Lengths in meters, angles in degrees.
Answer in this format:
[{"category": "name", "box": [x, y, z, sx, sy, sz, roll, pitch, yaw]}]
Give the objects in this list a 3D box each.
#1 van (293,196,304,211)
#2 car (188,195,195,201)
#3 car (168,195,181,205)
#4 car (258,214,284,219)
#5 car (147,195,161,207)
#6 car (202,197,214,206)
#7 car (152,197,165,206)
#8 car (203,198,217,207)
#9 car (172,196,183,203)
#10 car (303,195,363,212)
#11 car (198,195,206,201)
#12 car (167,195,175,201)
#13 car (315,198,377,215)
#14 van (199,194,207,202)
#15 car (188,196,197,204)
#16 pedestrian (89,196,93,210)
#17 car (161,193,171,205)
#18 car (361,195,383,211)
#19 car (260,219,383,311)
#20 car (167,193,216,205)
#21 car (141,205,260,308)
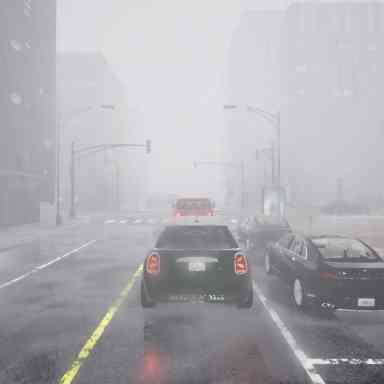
[{"category": "van", "box": [13.751, 1.297, 38.155, 3.998, 1.788, 1.690, 0, 0, 0]}, {"category": "car", "box": [-0.031, 1.538, 90.508, 1.837, 1.490, 4.892, 0, 0, 0]}, {"category": "car", "box": [-3.089, 1.375, 60.590, 2.097, 1.767, 4.553, 0, 0, 0]}, {"category": "car", "box": [2.826, 1.555, 13.139, 2.008, 1.369, 4.403, 1, 0, 0]}, {"category": "car", "box": [-5.693, 1.334, 51.369, 2.192, 1.841, 5.009, 1, 0, 0]}, {"category": "car", "box": [2.681, 1.604, 56.902, 1.802, 1.307, 4.206, 1, 0, 0]}, {"category": "car", "box": [-5.698, 1.566, 56.940, 1.887, 1.381, 4.507, 1, 0, 0]}, {"category": "car", "box": [2.683, 1.585, 51.331, 1.947, 1.339, 4.313, 1, 0, 0]}, {"category": "car", "box": [-3.024, 1.553, 70.660, 2.128, 1.511, 4.902, 0, 0, 0]}, {"category": "car", "box": [14.976, 1.385, 35.554, 5.008, 1.535, 1.882, 0, -1, 2]}, {"category": "car", "box": [2.670, 1.582, 90.329, 1.887, 1.381, 4.507, 1, 0, 0]}, {"category": "car", "box": [-5.710, 1.603, 90.366, 1.947, 1.339, 4.313, 1, 0, 0]}, {"category": "car", "box": [13.693, 1.413, 29.774, 4.206, 1.307, 1.802, 0, 0, 0]}, {"category": "van", "box": [2.677, 1.373, 79.188, 1.690, 1.788, 3.998, 1, 0, 0]}, {"category": "car", "box": [0.078, 1.504, 66.818, 1.882, 1.535, 5.008, 0, 0, 0]}, {"category": "pedestrian", "box": [-12.543, 1.348, 41.291, 0.375, 1.860, 0.375, 0, 0, 0]}, {"category": "car", "box": [-3.138, 1.240, 51.021, 2.150, 2.045, 5.566, 0, 0, 0]}, {"category": "car", "box": [19.278, 1.228, 38.118, 5.009, 1.841, 2.192, 0, 0, 0]}, {"category": "car", "box": [2.828, 1.553, 7.569, 2.008, 1.369, 4.403, 1, 0, 0]}, {"category": "car", "box": [0.082, 1.228, 17.536, 2.150, 2.045, 5.566, 0, 0, 0]}, {"category": "car", "box": [0.098, 1.354, 8.065, 2.097, 1.767, 4.553, 0, 0, 0]}]
